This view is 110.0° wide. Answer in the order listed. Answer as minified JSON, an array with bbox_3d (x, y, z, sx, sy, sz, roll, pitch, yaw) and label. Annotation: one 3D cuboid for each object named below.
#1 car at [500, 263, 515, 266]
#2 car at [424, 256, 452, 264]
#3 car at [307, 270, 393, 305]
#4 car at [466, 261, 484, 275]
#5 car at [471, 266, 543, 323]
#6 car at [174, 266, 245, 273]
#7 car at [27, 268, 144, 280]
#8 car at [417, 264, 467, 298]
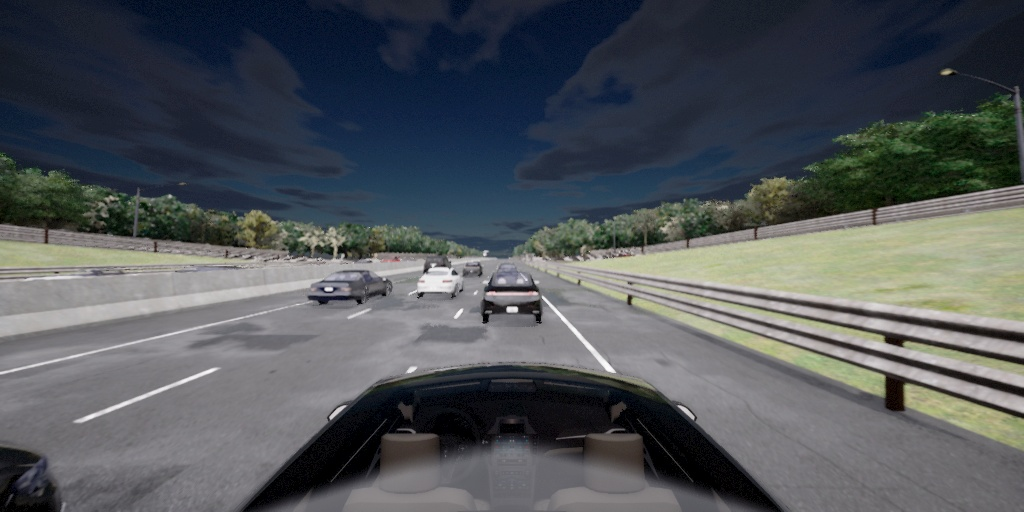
[{"bbox_3d":[-0.379,1.351,31.975,2.033,1.411,5.357,0,0,-1],"label":"car"},{"bbox_3d":[-7.465,1.033,36.538,2.150,2.045,5.566,0,0,-1],"label":"car"},{"bbox_3d":[-7.089,1.331,16.290,2.033,1.411,5.357,0,0,-1],"label":"car"},{"bbox_3d":[-3.980,1.303,37.286,2.128,1.511,4.902,0,0,-1],"label":"car"},{"bbox_3d":[-0.027,1.266,12.288,2.128,1.511,4.902,0,0,-1],"label":"car"},{"bbox_3d":[-17.894,1.344,21.890,2.033,1.411,5.357,0,0,-1],"label":"car"},{"bbox_3d":[-24.880,1.399,21.138,1.895,1.301,4.718,0,0,-1],"label":"car"},{"bbox_3d":[-3.634,1.312,18.625,1.812,1.442,4.674,0,0,-1],"label":"car"}]
